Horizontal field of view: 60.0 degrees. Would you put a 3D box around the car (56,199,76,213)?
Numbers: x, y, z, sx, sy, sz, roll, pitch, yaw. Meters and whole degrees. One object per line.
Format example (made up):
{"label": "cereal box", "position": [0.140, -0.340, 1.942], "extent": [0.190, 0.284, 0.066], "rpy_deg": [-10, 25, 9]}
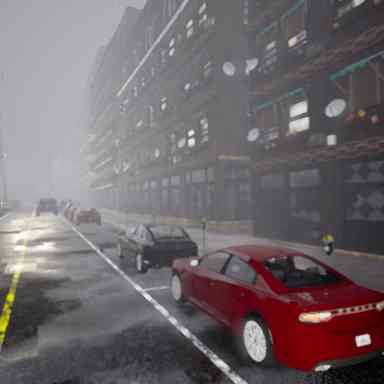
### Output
{"label": "car", "position": [-17.519, 1.869, 46.026], "extent": [2.192, 1.841, 5.009], "rpy_deg": [1, -1, -25]}

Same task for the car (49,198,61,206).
{"label": "car", "position": [-31.424, 2.320, 76.159], "extent": [2.192, 1.841, 5.009], "rpy_deg": [1, -1, -25]}

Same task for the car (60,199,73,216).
{"label": "car", "position": [-12.849, 1.859, 35.998], "extent": [1.967, 1.590, 4.097], "rpy_deg": [1, -1, -25]}

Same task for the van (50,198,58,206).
{"label": "van", "position": [-33.742, 2.428, 81.180], "extent": [1.690, 1.788, 3.998], "rpy_deg": [1, -1, -25]}

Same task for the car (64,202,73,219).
{"label": "car", "position": [-10.540, 1.898, 30.970], "extent": [1.887, 1.381, 4.507], "rpy_deg": [1, -1, -25]}

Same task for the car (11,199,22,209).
{"label": "car", "position": [-33.936, 2.168, 62.878], "extent": [2.192, 1.841, 5.009], "rpy_deg": [1, -1, -25]}

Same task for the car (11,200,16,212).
{"label": "car", "position": [-26.990, 2.196, 47.810], "extent": [1.947, 1.339, 4.313], "rpy_deg": [1, -1, -25]}

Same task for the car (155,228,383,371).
{"label": "car", "position": [1.044, 1.594, 5.862], "extent": [1.887, 1.381, 4.507], "rpy_deg": [1, -1, -25]}

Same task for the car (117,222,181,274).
{"label": "car", "position": [-1.273, 1.657, 10.884], "extent": [2.008, 1.369, 4.403], "rpy_deg": [1, -1, -25]}

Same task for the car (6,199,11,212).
{"label": "car", "position": [-22.351, 1.807, 37.771], "extent": [2.192, 1.841, 5.009], "rpy_deg": [2, -1, -25]}

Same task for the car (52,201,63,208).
{"label": "car", "position": [-26.793, 2.429, 66.109], "extent": [1.802, 1.307, 4.206], "rpy_deg": [1, -1, -25]}

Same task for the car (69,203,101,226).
{"label": "car", "position": [-8.224, 1.833, 25.949], "extent": [1.887, 1.381, 4.507], "rpy_deg": [1, -1, -25]}

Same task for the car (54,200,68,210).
{"label": "car", "position": [-22.156, 2.137, 56.068], "extent": [1.967, 1.590, 4.097], "rpy_deg": [1, -1, -25]}

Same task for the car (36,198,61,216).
{"label": "car", "position": [-16.870, 1.693, 38.756], "extent": [2.150, 2.045, 5.566], "rpy_deg": [0, -1, -24]}

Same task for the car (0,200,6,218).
{"label": "car", "position": [-20.035, 1.740, 32.751], "extent": [2.192, 1.841, 5.009], "rpy_deg": [2, -1, -25]}
